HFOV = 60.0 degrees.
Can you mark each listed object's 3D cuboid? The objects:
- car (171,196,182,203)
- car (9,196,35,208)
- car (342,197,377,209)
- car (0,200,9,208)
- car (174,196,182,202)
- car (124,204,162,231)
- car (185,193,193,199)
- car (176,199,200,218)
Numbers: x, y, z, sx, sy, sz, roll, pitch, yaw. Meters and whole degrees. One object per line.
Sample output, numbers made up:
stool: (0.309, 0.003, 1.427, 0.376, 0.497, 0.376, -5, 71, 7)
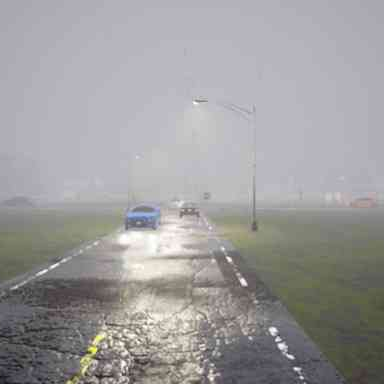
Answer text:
car: (-3.466, 1.661, 72.193, 1.837, 1.490, 4.892, 0, 0, -1)
car: (-25.550, 1.394, 48.617, 4.553, 1.767, 2.097, 0, 0, 0)
car: (24.476, 1.552, 48.736, 4.553, 1.767, 2.097, 0, 0, 0)
car: (-28.453, 1.539, 45.674, 4.892, 1.490, 1.837, 0, 0, 0)
car: (-3.620, 1.713, 87.771, 2.128, 1.511, 4.902, 0, 0, -1)
car: (-3.054, 1.532, 21.415, 1.882, 1.535, 5.008, 0, 0, 0)
car: (-0.923, 1.728, 93.160, 2.033, 1.411, 5.357, 0, 0, -1)
car: (-0.220, 1.623, 31.027, 2.033, 1.411, 5.357, 0, 0, 0)
